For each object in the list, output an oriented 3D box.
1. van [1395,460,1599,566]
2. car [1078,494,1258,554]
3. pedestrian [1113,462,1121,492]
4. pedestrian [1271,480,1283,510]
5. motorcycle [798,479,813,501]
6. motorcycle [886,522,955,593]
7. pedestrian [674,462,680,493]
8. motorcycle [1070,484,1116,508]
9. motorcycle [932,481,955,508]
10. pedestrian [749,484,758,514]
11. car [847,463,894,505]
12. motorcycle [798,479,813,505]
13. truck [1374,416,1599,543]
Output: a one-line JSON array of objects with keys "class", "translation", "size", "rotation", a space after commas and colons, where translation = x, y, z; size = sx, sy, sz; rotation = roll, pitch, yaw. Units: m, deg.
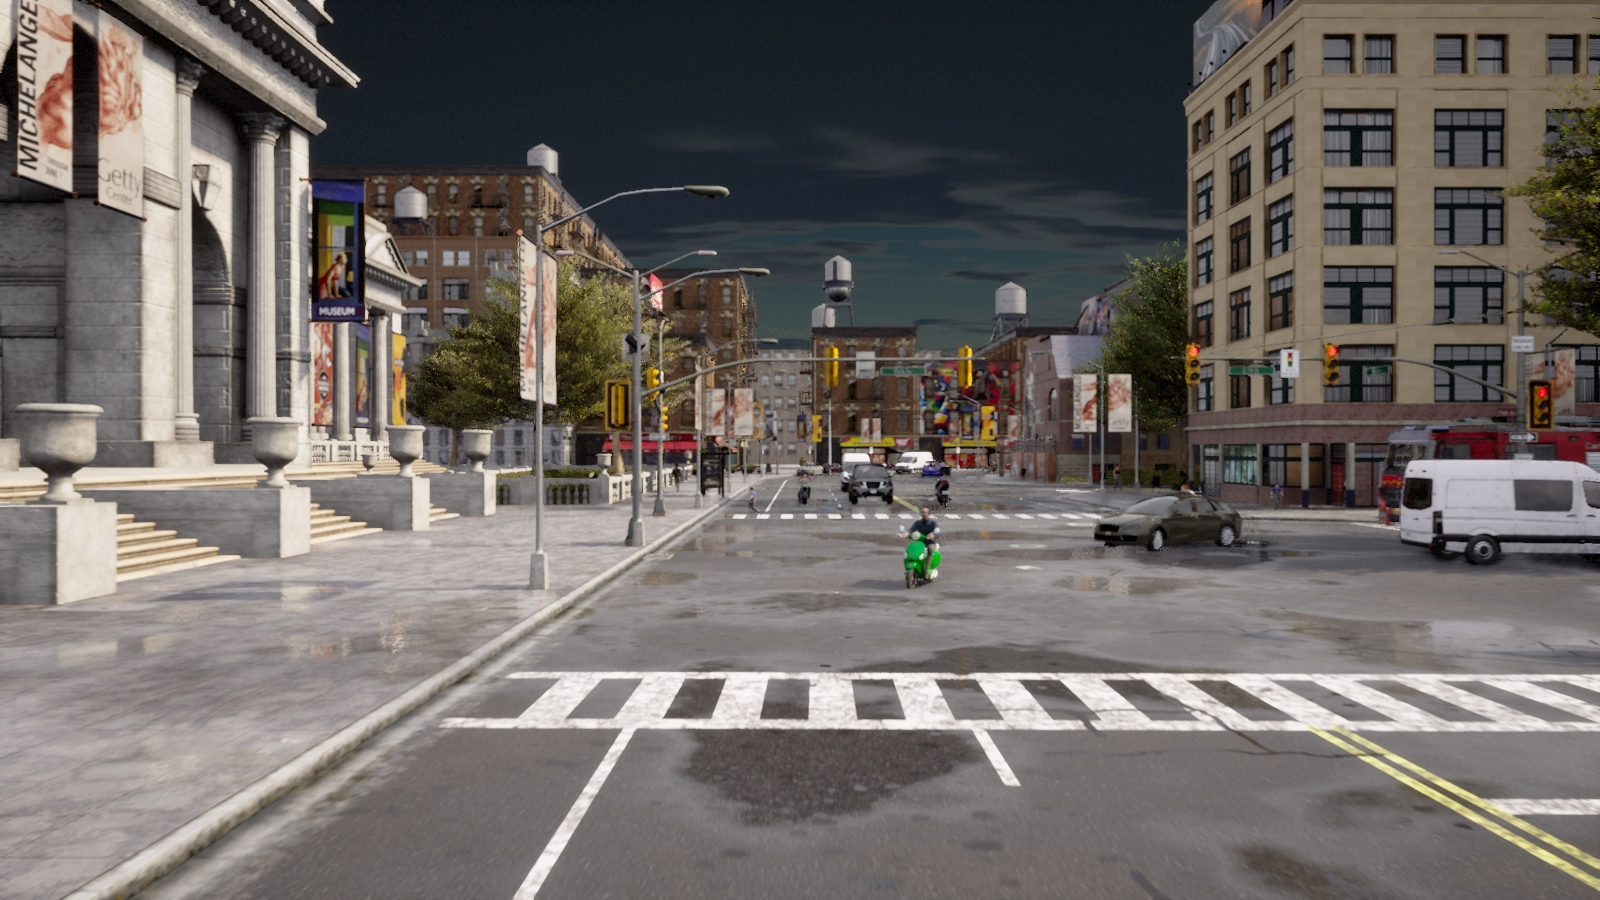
[{"class": "van", "translation": [18.501, 1.534, 28.801], "size": [5.915, 2.561, 1.988], "rotation": [0, 0, 3]}, {"class": "car", "translation": [10.608, 2.062, 32.866], "size": [4.892, 1.480, 2.231], "rotation": [0, -1, -31]}, {"class": "pedestrian", "translation": [19.797, 1.696, 71.354], "size": [0.375, 1.860, 0.375], "rotation": [0, 0, -11]}, {"class": "pedestrian", "translation": [21.040, 1.976, 50.446], "size": [0.375, 1.300, 0.375], "rotation": [0, 0, 0]}, {"class": "motorcycle", "translation": [0.295, 2.213, 63.840], "size": [0.803, 1.145, 2.033], "rotation": [0, 0, 0]}, {"class": "motorcycle", "translation": [2.494, 2.182, 23.515], "size": [0.856, 1.236, 1.805], "rotation": [1, 1, 25]}, {"class": "pedestrian", "translation": [-7.558, 1.696, 70.412], "size": [0.375, 1.860, 0.375], "rotation": [0, 0, -5]}, {"class": "motorcycle", "translation": [14.145, 2.213, 55.198], "size": [2.033, 1.145, 0.803], "rotation": [0, -2, 23]}, {"class": "motorcycle", "translation": [7.121, 2.205, 56.803], "size": [0.867, 1.251, 2.209], "rotation": [0, 0, 0]}, {"class": "pedestrian", "translation": [-2.015, 2.129, 49.530], "size": [0.375, 1.300, 0.375], "rotation": [0, 0, 4]}, {"class": "car", "translation": [3.733, 1.780, 61.395], "size": [2.150, 2.045, 5.566], "rotation": [0, 0, 0]}, {"class": "motorcycle", "translation": [0.265, 2.170, 59.688], "size": [0.764, 1.277, 2.356], "rotation": [0, 0, 0]}, {"class": "truck", "translation": [22.933, 0.891, 35.780], "size": [8.468, 3.827, 2.891], "rotation": [0, 0, 0]}]
